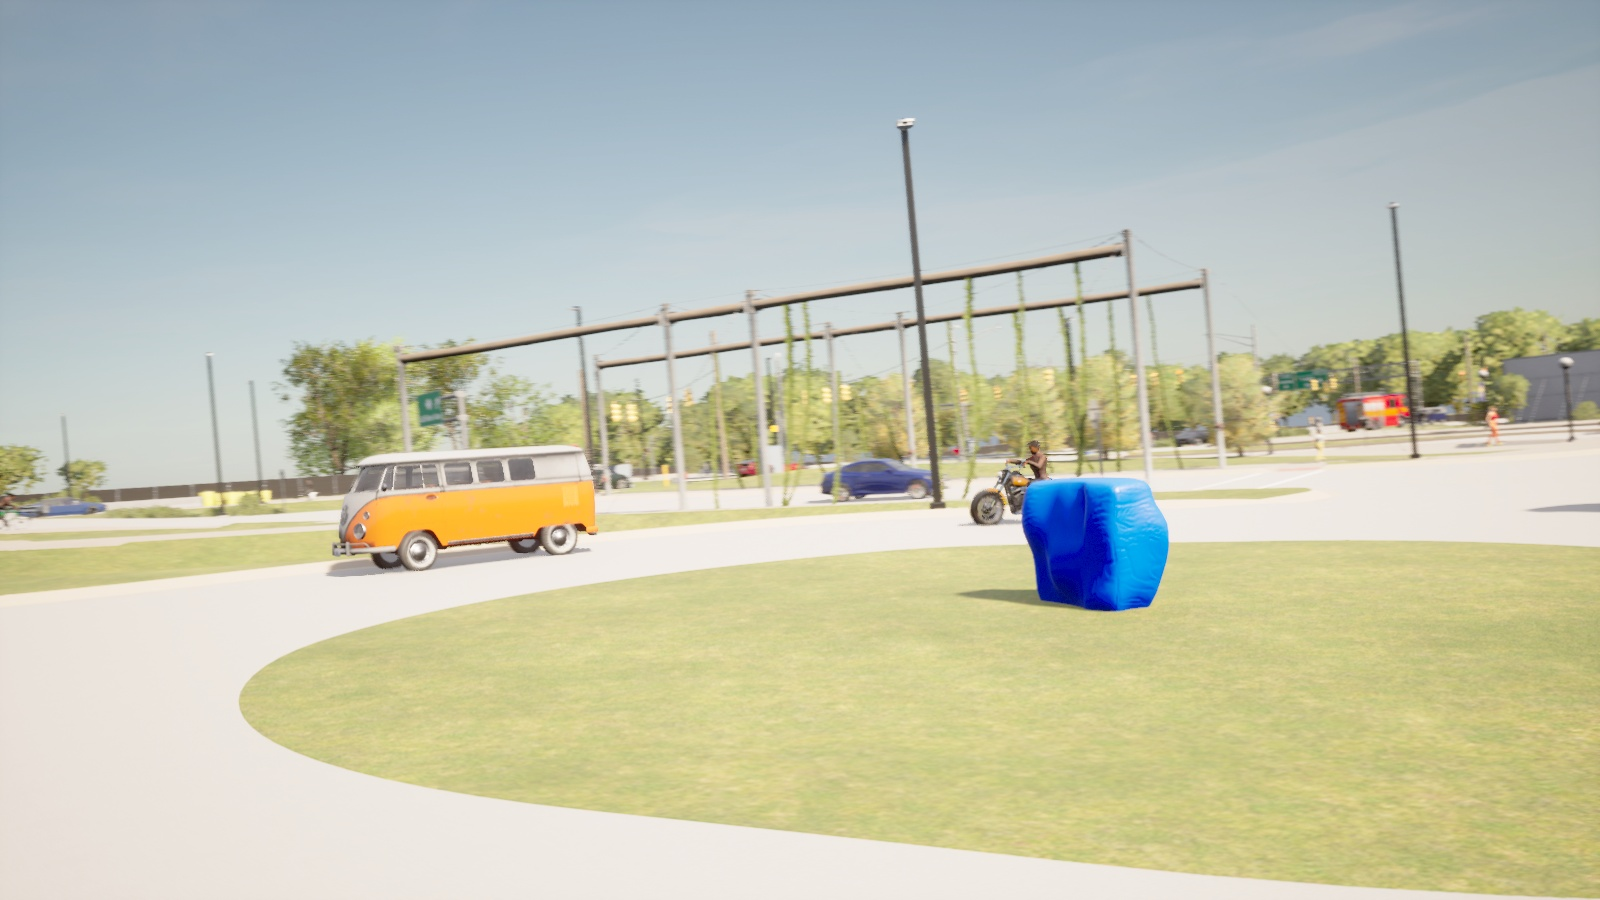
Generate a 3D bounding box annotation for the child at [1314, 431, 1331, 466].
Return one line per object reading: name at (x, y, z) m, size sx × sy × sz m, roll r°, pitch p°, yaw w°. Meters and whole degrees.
child at (19.074, -0.060, 45.822) m, size 0.437 × 1.263 × 0.270 m, roll -5°, pitch 0°, yaw -24°

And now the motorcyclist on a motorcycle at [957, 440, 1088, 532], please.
motorcyclist on a motorcycle at (4.269, 0.663, 24.087) m, size 2.350 × 1.649 × 0.766 m, roll -2°, pitch 1°, yaw -16°

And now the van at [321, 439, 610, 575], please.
van at (-5.809, 0.944, 22.071) m, size 4.442 × 1.987 × 1.775 m, roll -4°, pitch -1°, yaw -36°

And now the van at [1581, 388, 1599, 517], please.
van at (14.465, -0.048, 18.535) m, size 2.069 × 2.038 × 4.480 m, roll -3°, pitch 0°, yaw -27°

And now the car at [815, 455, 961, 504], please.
car at (3.049, 1.030, 43.857) m, size 4.674 × 1.442 × 1.812 m, roll -3°, pitch 1°, yaw 26°

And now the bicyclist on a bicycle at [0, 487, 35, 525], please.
bicyclist on a bicycle at (-34.799, 2.487, 55.490) m, size 1.656 × 1.620 × 0.582 m, roll 0°, pitch -2°, yaw -38°

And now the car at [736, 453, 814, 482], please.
car at (-1.544, 1.119, 78.579) m, size 4.514 × 1.525 × 2.007 m, roll -3°, pitch -1°, yaw -38°

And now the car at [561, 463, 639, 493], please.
car at (-11.309, 1.587, 71.057) m, size 3.806 × 1.475 × 1.970 m, roll -3°, pitch -1°, yaw -37°

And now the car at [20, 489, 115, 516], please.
car at (-49.927, 3.567, 85.632) m, size 5.357 × 1.411 × 2.033 m, roll -3°, pitch -1°, yaw -37°

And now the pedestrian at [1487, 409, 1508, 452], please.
pedestrian at (31.075, -0.872, 55.934) m, size 0.345 × 1.836 × 0.594 m, roll -5°, pitch 0°, yaw -42°
